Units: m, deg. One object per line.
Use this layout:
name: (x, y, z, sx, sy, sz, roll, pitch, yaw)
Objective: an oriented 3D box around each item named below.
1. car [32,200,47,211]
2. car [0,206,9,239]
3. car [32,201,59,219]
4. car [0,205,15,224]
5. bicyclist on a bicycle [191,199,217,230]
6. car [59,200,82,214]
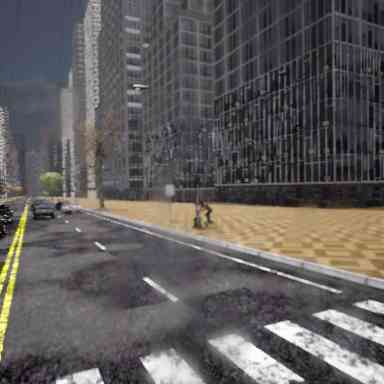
car: (-23.042, 2.022, 50.113, 1.994, 1.385, 4.181, -2, 0, -26)
car: (-11.335, 1.750, 18.114, 1.837, 1.490, 4.892, -2, 0, -26)
car: (-14.632, 1.835, 32.812, 2.033, 1.411, 5.357, -2, 0, -26)
car: (-15.758, 1.839, 27.247, 1.837, 1.490, 4.892, -2, 0, -26)
bicyclist on a bicycle: (0.670, 1.231, 18.207, 1.656, 1.620, 0.582, -2, 0, -26)
car: (-14.095, 1.857, 38.903, 1.895, 1.301, 4.718, -2, 0, -26)
